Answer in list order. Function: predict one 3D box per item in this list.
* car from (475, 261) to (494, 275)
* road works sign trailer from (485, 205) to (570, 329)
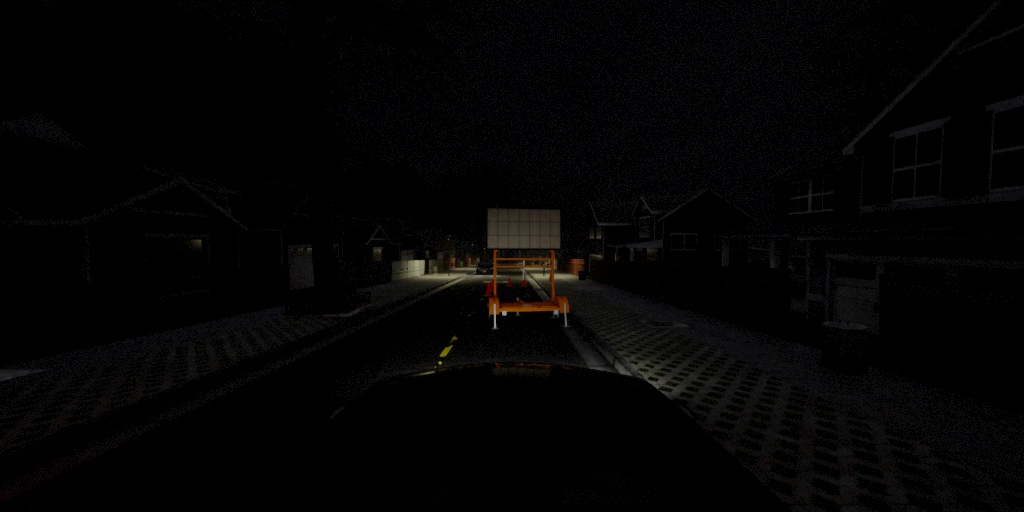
[{"bbox_3d":[-2.781,1.289,38.793,1.812,1.442,4.674,0,0,0],"label":"car"},{"bbox_3d":[0.353,0.209,11.324,2.380,3.560,2.880,0,0,-7],"label":"road works sign trailer"}]
